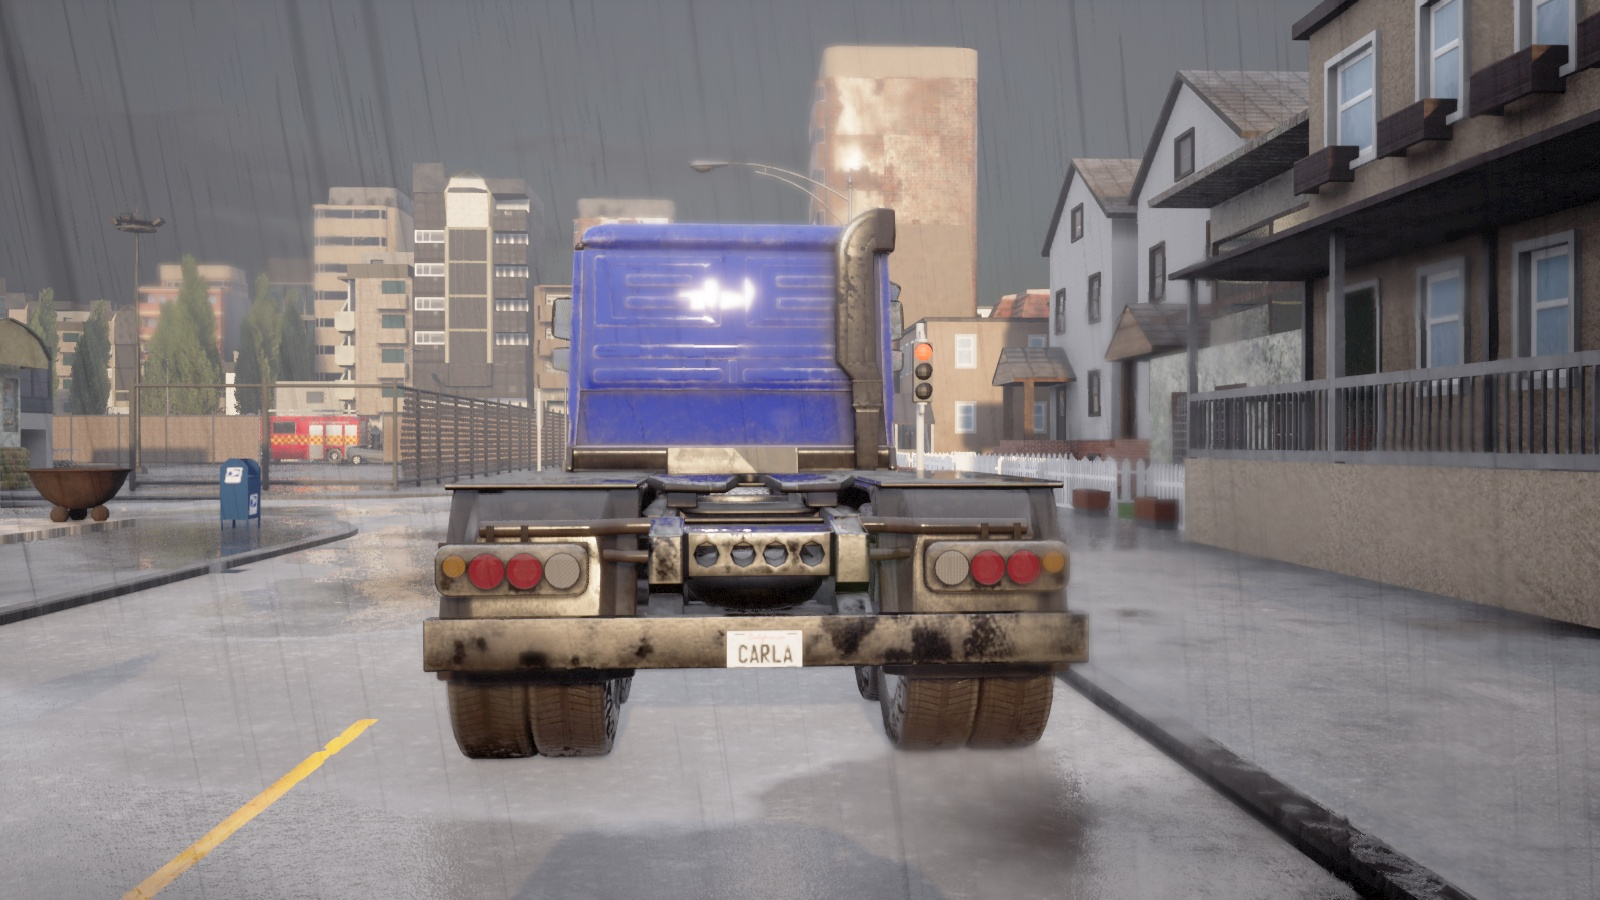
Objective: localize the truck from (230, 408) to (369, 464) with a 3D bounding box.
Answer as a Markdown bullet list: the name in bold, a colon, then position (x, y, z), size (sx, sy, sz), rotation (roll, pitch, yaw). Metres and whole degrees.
- **truck**: position (-34.798, -0.943, 87.533), size (8.468, 3.827, 2.891), rotation (0, 0, -3)

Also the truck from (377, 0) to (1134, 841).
- **truck**: position (-0.432, -0.285, 8.765), size (2.891, 3.462, 7.936), rotation (0, 0, -4)

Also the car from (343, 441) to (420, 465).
- **car**: position (-27.921, 0.195, 83.916), size (4.514, 1.525, 2.007), rotation (0, 0, -3)

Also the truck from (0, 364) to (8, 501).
- **truck**: position (-24.135, -0.428, 30.451), size (7.936, 3.462, 2.891), rotation (0, 0, -2)
